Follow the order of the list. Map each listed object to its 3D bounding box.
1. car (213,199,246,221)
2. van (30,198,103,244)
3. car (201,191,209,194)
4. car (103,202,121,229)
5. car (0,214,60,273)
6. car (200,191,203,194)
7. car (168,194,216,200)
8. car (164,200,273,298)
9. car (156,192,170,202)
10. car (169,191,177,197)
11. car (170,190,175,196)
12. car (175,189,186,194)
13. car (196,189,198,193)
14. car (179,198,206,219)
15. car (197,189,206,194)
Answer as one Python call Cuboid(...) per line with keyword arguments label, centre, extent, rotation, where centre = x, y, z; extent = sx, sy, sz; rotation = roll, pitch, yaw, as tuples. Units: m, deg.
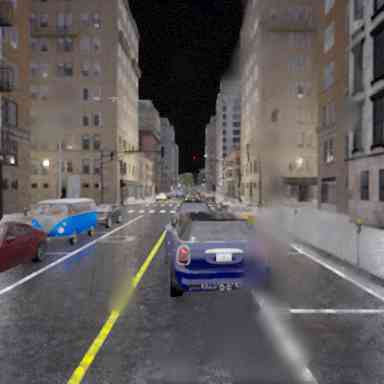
Cuboid(label="car", centre=(2.691, 1.267, 25.135), extent=(2.008, 1.369, 4.403), rotation=(0, 1, 0))
Cuboid(label="van", centre=(-5.362, 1.178, 14.336), extent=(1.690, 1.788, 3.998), rotation=(0, 1, 0))
Cuboid(label="car", centre=(2.745, 0.966, 52.009), extent=(2.008, 1.369, 4.403), rotation=(0, 1, 0))
Cuboid(label="car", centre=(-5.349, 1.327, 19.745), extent=(2.008, 1.369, 4.403), rotation=(0, 1, 0))
Cuboid(label="car", centre=(-5.374, 1.479, 8.933), extent=(1.802, 1.307, 4.206), rotation=(0, 1, 0))
Cuboid(label="car", centre=(2.757, 0.932, 57.691), extent=(1.802, 1.307, 4.206), rotation=(0, 1, 0))
Cuboid(label="car", centre=(0.113, 1.161, 16.814), extent=(2.097, 1.767, 4.553), rotation=(0, 1, 0))
Cuboid(label="car", centre=(0.393, 1.254, 8.531), extent=(2.097, 1.767, 4.553), rotation=(0, 1, -6))
Cuboid(label="car", centre=(-5.269, 0.877, 57.535), extent=(1.752, 1.417, 4.829), rotation=(0, 1, 0))
Cuboid(label="car", centre=(-5.198, 0.399, 91.789), extent=(1.967, 1.590, 4.097), rotation=(0, 1, 0))
Cuboid(label="car", centre=(-5.245, 0.786, 69.067), extent=(1.947, 1.339, 4.313), rotation=(0, 1, 0))
Cuboid(label="car", centre=(-2.597, 0.642, 73.987), extent=(1.882, 1.535, 5.008), rotation=(0, 1, 0))
Cuboid(label="car", centre=(2.816, 0.340, 86.095), extent=(2.192, 1.841, 5.009), rotation=(0, 1, 0))
Cuboid(label="car", centre=(0.073, 1.265, 26.477), extent=(1.994, 1.385, 4.181), rotation=(0, 1, 0))
Cuboid(label="car", centre=(2.792, 0.596, 74.733), extent=(1.967, 1.590, 4.097), rotation=(0, 1, 0))
